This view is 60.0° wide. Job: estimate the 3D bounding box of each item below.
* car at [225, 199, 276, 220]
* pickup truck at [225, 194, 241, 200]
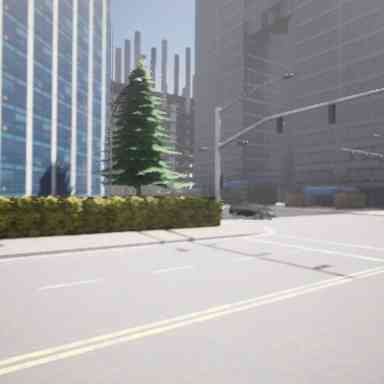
[{"bbox_3d":[5.599,1.750,31.143,2.128,1.511,4.902,1,0,-36],"label":"car"},{"bbox_3d":[8.306,1.557,67.537,2.390,2.098,6.274,1,0,-6],"label":"pickup truck"}]
